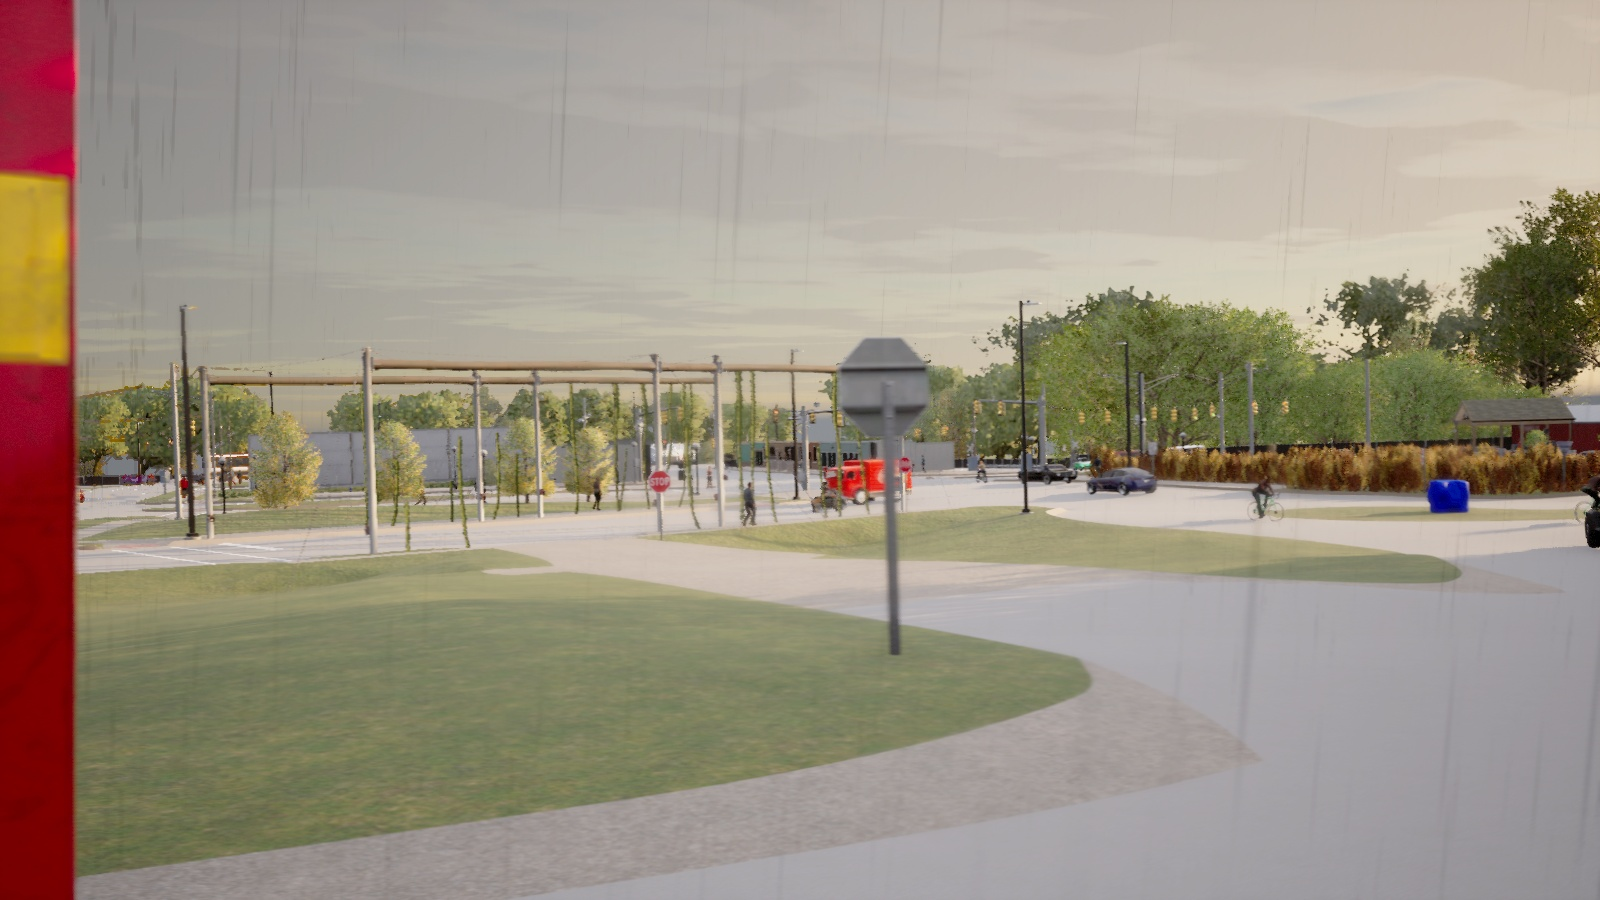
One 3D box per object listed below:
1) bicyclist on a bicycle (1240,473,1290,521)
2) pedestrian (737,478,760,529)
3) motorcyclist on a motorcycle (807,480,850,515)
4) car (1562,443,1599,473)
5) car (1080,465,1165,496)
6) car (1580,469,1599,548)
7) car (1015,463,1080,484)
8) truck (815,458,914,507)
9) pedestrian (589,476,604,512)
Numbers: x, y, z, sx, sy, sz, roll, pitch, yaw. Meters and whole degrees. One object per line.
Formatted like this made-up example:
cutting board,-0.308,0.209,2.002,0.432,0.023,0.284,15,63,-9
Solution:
bicyclist on a bicycle,16.477,1.660,44.516,0.582,1.620,1.656,-1,0,-27
pedestrian,-2.026,2.111,49.806,0.423,1.949,0.788,-1,2,40
motorcyclist on a motorcycle,1.460,2.379,63.627,0.766,1.649,2.350,-1,0,45
car,48.307,0.494,75.488,2.152,1.651,5.027,-2,1,4
car,18.058,1.672,70.573,2.163,1.488,4.792,-3,1,-22
car,20.220,1.406,30.081,1.905,1.878,3.866,-1,-1,21
car,16.434,1.543,83.751,1.895,1.301,4.718,-3,1,-23
truck,3.711,1.803,71.326,5.204,2.467,2.627,-2,1,-41
pedestrian,-10.673,2.284,65.770,0.331,1.846,0.634,-1,2,42
